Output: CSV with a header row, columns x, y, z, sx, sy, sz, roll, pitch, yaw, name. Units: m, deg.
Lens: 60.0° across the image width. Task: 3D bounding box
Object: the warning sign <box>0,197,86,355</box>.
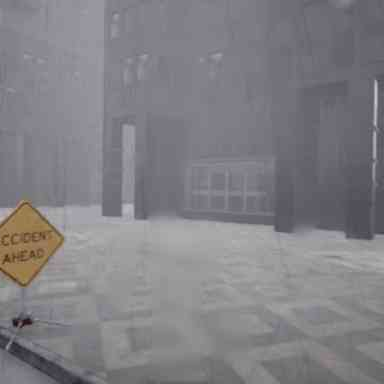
x,y,z,sx,sy,sz,roll,pitch,yaw,name
-2.414,1.028,4.777,1.060,1.860,1.300,1,1,35,warning sign
